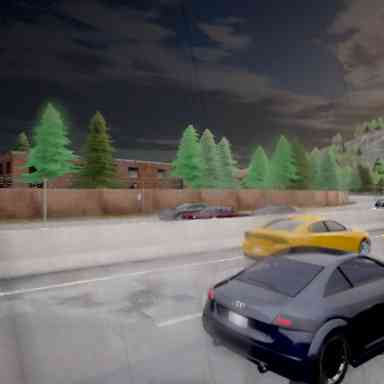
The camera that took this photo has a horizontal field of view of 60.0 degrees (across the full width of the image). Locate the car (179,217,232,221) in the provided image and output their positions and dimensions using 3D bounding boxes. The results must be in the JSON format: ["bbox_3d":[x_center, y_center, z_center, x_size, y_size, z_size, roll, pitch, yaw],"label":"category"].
[{"bbox_3d":[1.467,1.640,22.258,4.718,1.301,1.895,0,0,-36],"label":"car"}]

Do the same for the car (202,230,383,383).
[{"bbox_3d":[2.212,1.576,5.341,4.181,1.385,1.994,0,0,-35],"label":"car"}]

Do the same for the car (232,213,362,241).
[{"bbox_3d":[3.868,1.501,10.822,5.008,1.535,1.882,0,0,-36],"label":"car"}]

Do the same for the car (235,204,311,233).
[{"bbox_3d":[5.062,1.546,20.533,4.892,1.490,1.837,0,0,-36],"label":"car"}]
